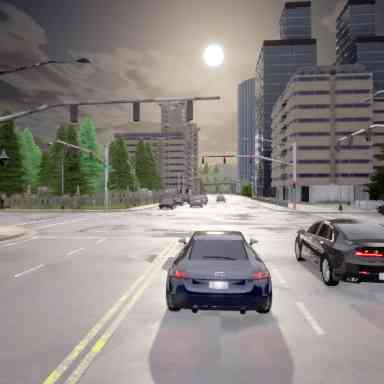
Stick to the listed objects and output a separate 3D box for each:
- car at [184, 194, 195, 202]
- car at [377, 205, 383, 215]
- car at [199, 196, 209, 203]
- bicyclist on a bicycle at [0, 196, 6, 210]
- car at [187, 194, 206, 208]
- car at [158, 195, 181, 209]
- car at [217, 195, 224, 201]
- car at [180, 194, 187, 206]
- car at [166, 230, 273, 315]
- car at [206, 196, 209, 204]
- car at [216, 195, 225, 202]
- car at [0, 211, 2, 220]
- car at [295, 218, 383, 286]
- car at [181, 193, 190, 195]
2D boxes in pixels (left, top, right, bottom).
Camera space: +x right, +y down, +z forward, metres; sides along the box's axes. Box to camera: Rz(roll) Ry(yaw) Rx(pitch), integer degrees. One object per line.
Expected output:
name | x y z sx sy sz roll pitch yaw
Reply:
car | -0.538 1.355 74.836 2.097 1.767 4.553 0 0 5
car | 20.362 1.478 31.592 5.008 1.535 1.882 0 0 5
car | 2.424 1.505 68.383 1.837 1.490 4.892 0 0 5
bicyclist on a bicycle | -22.317 1.301 38.934 0.582 1.620 1.656 0 0 5
car | 0.704 1.505 48.922 1.837 1.490 4.892 0 0 5
car | -3.163 1.547 44.708 2.033 1.411 5.357 0 0 5
car | 7.408 1.500 85.820 1.837 1.490 4.892 0 0 5
car | -2.315 1.547 54.747 2.033 1.411 5.357 0 0 5
car | 0.597 1.564 7.699 1.994 1.385 4.181 0 0 4
car | 1.484 1.352 58.013 2.097 1.767 4.553 0 0 5
car | 6.440 1.553 74.195 1.994 1.385 4.181 0 0 5
car | -16.323 1.478 23.906 5.008 1.535 1.882 0 0 5
car | 4.230 1.505 9.317 1.837 1.490 4.892 0 0 4
car | -1.416 1.221 64.884 2.150 2.045 5.566 0 0 5
